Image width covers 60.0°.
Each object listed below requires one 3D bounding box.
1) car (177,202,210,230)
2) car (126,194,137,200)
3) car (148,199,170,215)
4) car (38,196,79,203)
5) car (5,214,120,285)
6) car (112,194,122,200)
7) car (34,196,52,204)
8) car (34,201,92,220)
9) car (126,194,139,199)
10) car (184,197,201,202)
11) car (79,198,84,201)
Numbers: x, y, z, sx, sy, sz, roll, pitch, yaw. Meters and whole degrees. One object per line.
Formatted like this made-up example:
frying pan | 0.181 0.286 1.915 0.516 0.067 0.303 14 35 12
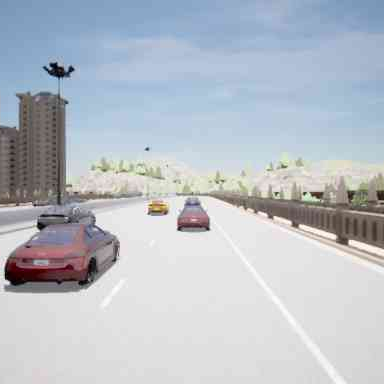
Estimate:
car | 0.093 1.565 20.976 1.994 1.385 4.181 0 0 0
car | -16.538 1.307 91.235 2.097 1.767 4.553 0 0 2
car | -3.409 1.479 34.592 1.882 1.535 5.008 0 0 0
car | -14.100 1.506 35.521 1.837 1.490 4.892 0 0 0
car | -3.402 1.564 9.523 1.994 1.385 4.181 0 0 0
car | -20.097 1.397 89.196 2.128 1.511 4.902 0 0 2
car | -21.064 1.354 48.511 2.097 1.767 4.553 0 0 0
car | -6.905 1.492 18.689 2.128 1.511 4.902 0 0 0
car | -13.435 1.597 77.308 1.895 1.301 4.718 0 0 2
car | 0.089 1.354 42.050 2.097 1.767 4.553 0 0 0
car | -17.572 1.602 49.974 1.895 1.301 4.718 0 0 1
